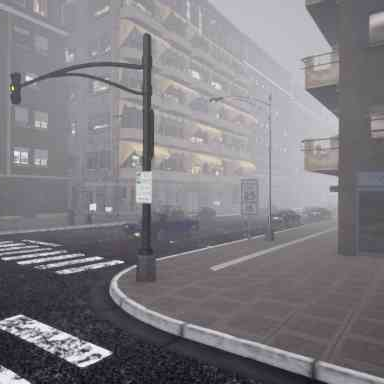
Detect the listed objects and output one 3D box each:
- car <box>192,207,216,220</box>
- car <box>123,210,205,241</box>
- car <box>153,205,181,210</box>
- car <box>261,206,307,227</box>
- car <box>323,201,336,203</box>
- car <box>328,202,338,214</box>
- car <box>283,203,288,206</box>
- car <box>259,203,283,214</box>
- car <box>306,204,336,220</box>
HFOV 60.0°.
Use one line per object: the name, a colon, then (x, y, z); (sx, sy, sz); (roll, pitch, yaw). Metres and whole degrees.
car: (0.844, 2.063, 32.207); (1.802, 1.307, 4.206); (-1, -1, 35)
car: (-1.518, 1.895, 18.700); (1.895, 1.301, 4.718); (0, -1, 35)
car: (-2.393, 1.820, 27.551); (1.967, 1.590, 4.097); (-1, -1, 35)
car: (7.671, 2.095, 27.463); (1.947, 1.339, 4.313); (-1, -2, 35)
car: (29.948, 2.821, 74.175); (1.967, 1.590, 4.097); (-1, -1, 35)
car: (20.719, 2.458, 46.245); (1.752, 1.417, 4.829); (-1, -2, 35)
car: (13.697, 2.403, 50.709); (1.752, 1.417, 4.829); (-1, -1, 35)
car: (10.556, 2.326, 46.188); (1.887, 1.381, 4.507); (-1, -1, 35)
car: (14.147, 2.295, 36.784); (1.947, 1.339, 4.313); (-1, -2, 35)
